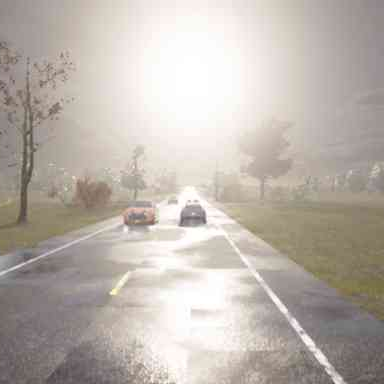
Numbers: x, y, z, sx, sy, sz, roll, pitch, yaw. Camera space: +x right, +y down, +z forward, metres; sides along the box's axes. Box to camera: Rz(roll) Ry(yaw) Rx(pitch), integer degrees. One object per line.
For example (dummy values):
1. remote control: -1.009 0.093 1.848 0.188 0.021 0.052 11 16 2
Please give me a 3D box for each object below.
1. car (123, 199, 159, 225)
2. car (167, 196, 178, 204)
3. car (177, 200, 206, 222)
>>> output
1. car: -3.603 1.350 24.232 2.097 1.767 4.553 0 0 0
2. car: -3.543 1.507 62.950 1.812 1.442 4.674 0 0 1
3. car: 0.094 1.562 26.110 1.994 1.385 4.181 0 0 0
